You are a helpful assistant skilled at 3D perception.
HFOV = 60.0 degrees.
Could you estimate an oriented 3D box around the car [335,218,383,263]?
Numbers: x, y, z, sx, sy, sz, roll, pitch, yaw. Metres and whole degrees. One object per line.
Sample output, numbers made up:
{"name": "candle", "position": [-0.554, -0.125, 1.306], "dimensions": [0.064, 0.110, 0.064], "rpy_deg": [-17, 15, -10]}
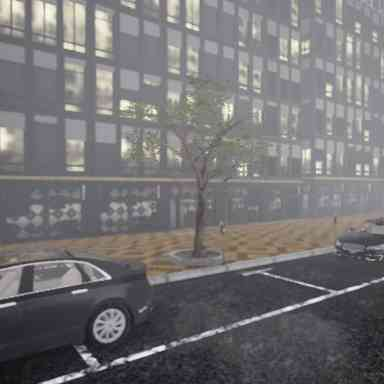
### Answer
{"name": "car", "position": [6.608, 1.563, 11.263], "dimensions": [4.403, 1.369, 2.008], "rpy_deg": [0, -1, -35]}

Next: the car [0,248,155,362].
{"name": "car", "position": [-2.655, 1.551, 4.674], "dimensions": [4.403, 1.369, 2.008], "rpy_deg": [0, -1, -35]}
